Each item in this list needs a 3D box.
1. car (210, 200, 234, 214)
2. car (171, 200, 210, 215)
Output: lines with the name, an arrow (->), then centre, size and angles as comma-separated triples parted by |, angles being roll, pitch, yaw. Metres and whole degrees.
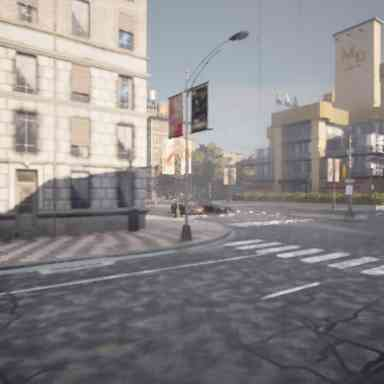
car -> 2.218, 1.615, 36.796 | 2.033, 1.411, 5.357 | 0, 0, -36
car -> -0.514, 1.583, 34.609 | 1.812, 1.442, 4.674 | 0, 0, -34
